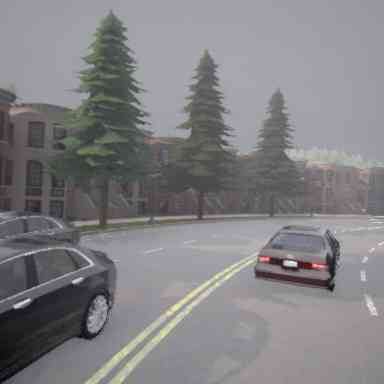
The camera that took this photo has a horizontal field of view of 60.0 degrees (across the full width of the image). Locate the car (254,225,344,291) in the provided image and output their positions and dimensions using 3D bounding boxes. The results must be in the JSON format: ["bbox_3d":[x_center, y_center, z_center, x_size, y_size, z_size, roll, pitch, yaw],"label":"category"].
[{"bbox_3d":[3.286,1.700,9.717,2.033,1.411,5.357,3,0,26],"label":"car"}]

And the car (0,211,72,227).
[{"bbox_3d":[-4.881,1.281,8.275,1.837,1.490,4.892,2,0,21],"label":"car"}]

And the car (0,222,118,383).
[{"bbox_3d":[-2.654,1.383,3.897,1.837,1.490,4.892,2,0,17],"label":"car"}]
